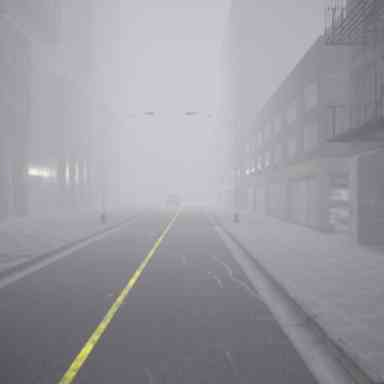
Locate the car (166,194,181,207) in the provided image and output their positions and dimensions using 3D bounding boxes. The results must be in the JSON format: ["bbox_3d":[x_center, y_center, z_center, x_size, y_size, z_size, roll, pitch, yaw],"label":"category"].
[{"bbox_3d":[-3.043,1.357,54.778,2.150,2.045,5.566,0,-1,0],"label":"car"}]
